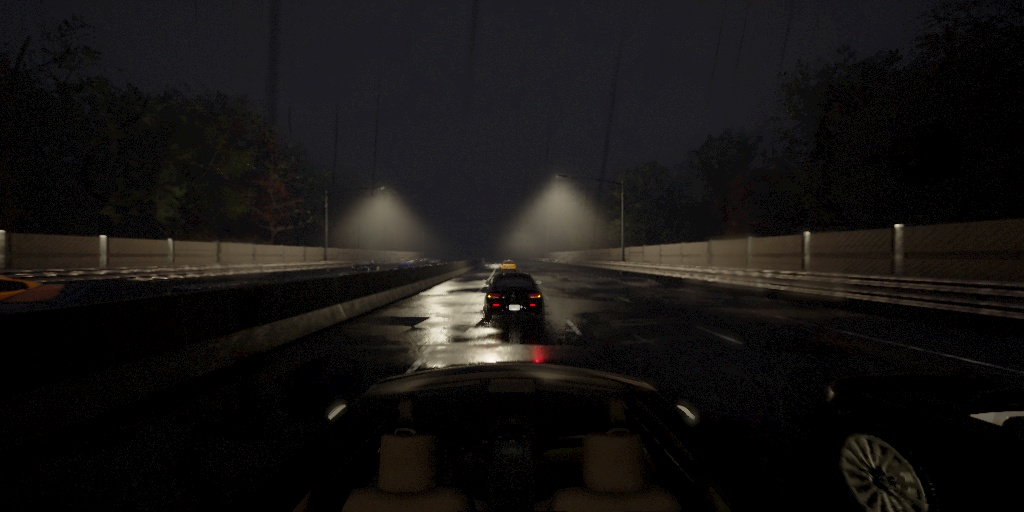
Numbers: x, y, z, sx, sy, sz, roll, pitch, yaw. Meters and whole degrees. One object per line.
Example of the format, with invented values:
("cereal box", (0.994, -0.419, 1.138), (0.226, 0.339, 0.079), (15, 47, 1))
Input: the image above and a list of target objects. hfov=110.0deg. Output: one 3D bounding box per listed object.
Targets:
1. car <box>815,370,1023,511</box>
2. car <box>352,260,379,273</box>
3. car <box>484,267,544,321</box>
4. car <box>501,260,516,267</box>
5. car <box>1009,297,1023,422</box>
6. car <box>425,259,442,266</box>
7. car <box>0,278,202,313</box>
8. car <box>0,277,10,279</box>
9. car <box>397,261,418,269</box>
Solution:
("car", (3.592, 1.241, 1.153), (2.128, 1.511, 4.902), (0, 0, 0))
("car", (-18.134, 1.240, 44.651), (1.882, 1.535, 5.008), (0, 0, -1))
("car", (0.055, 1.280, 12.350), (1.812, 1.442, 4.674), (0, 0, 0))
("car", (-0.443, 1.222, 44.618), (1.801, 1.575, 5.366), (0, 0, -1))
("car", (7.092, 1.253, 2.004), (1.837, 1.490, 4.892), (0, 0, 0))
("car", (-11.316, 1.258, 52.223), (2.128, 1.511, 4.902), (0, 0, -1))
("car", (-10.622, 1.301, 8.984), (2.033, 1.411, 5.357), (0, 0, 0))
("car", (-14.124, 1.232, 8.684), (1.882, 1.535, 5.008), (0, 0, 0))
("car", (-14.778, 1.366, 50.877), (1.895, 1.301, 4.718), (0, 0, -1))
